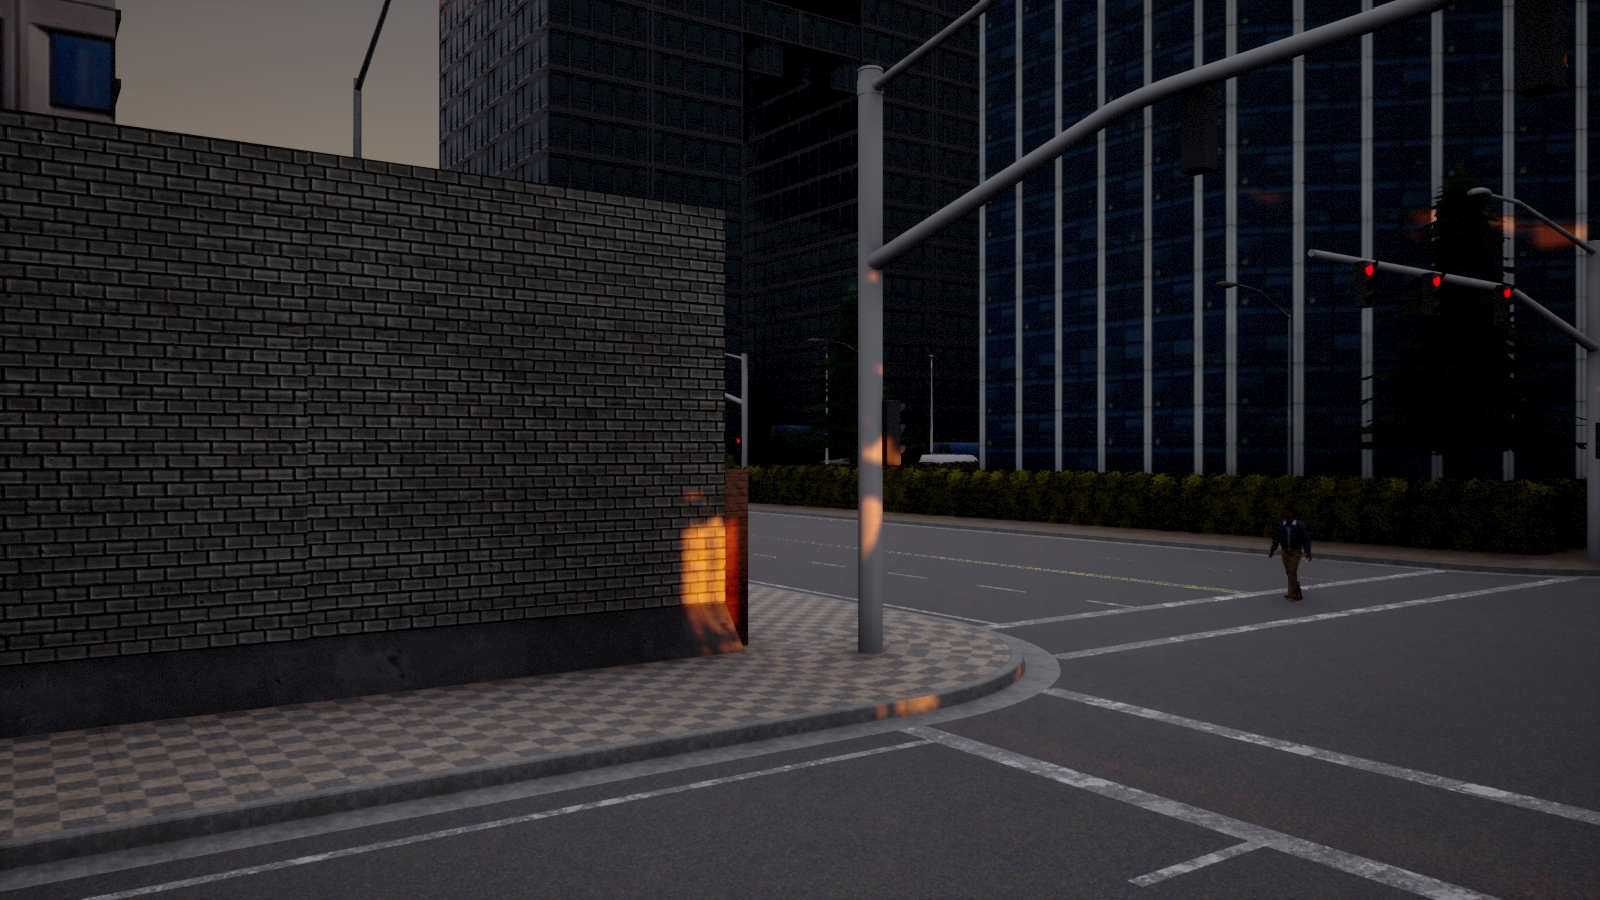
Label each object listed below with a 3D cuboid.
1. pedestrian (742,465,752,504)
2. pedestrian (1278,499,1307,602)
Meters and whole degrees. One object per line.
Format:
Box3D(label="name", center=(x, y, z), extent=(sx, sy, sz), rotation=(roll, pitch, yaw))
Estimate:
Box3D(label="pedestrian", center=(-2.632, 1.698, 56.385), extent=(0.375, 1.860, 0.375), rotation=(0, 0, -31))
Box3D(label="pedestrian", center=(9.099, 1.848, 21.110), extent=(0.375, 1.860, 0.375), rotation=(0, 0, -43))
